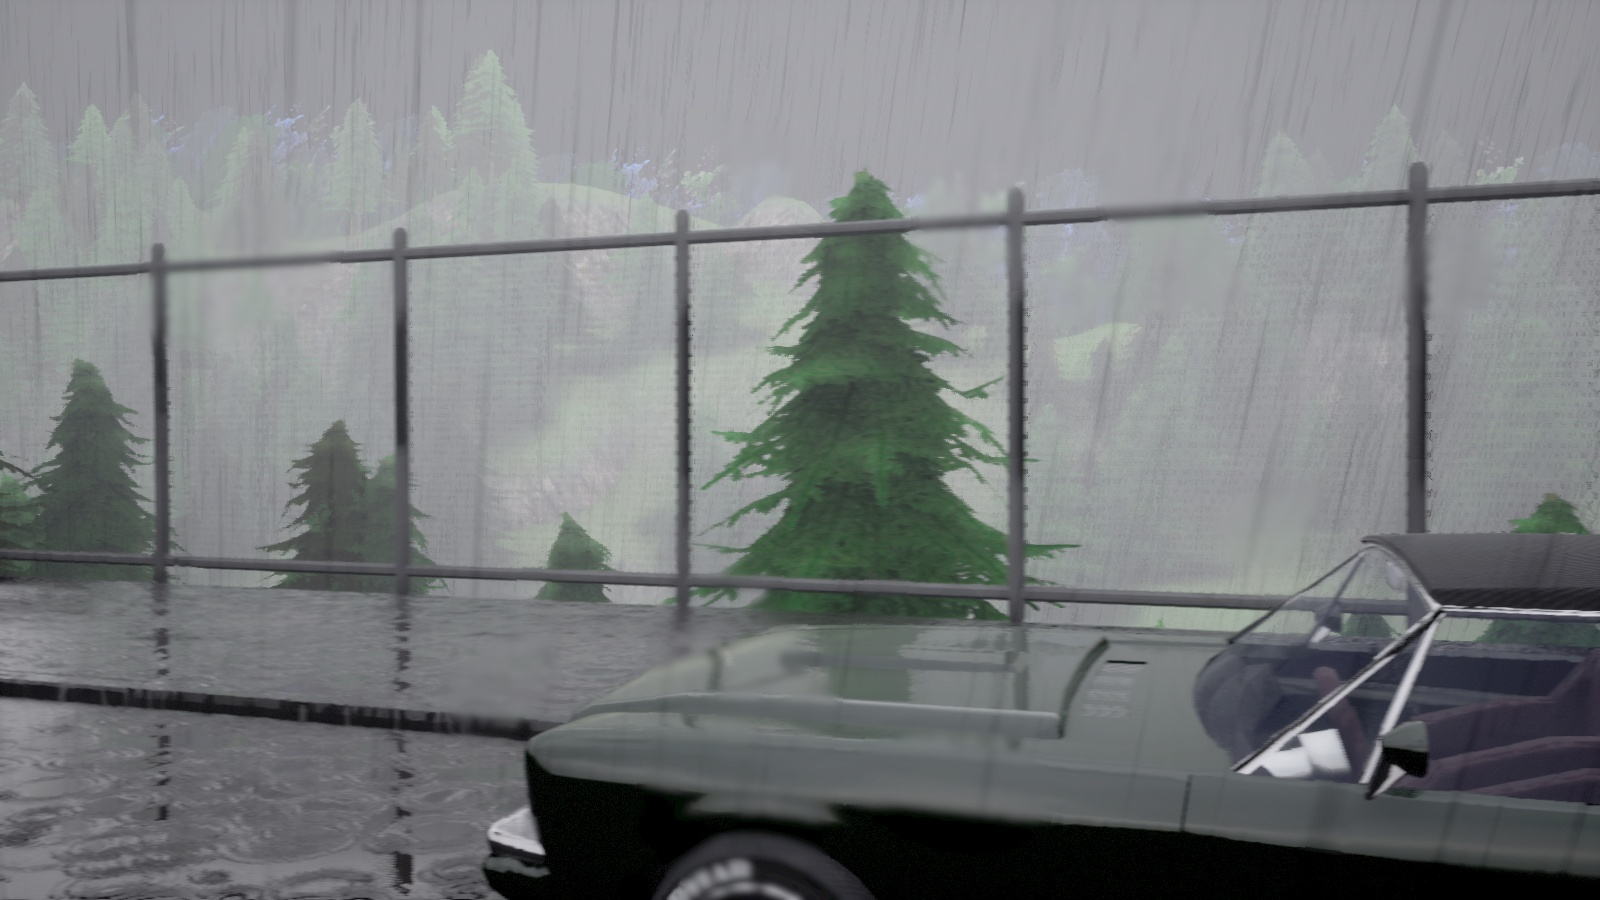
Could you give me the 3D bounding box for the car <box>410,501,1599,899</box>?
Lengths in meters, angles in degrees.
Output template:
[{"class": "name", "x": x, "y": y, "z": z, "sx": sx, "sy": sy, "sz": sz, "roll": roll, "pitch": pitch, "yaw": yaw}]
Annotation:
[{"class": "car", "x": 1.593, "y": 0.882, "z": 3.186, "sx": 4.718, "sy": 1.301, "sz": 1.895, "roll": 1, "pitch": 1, "yaw": 19}]
